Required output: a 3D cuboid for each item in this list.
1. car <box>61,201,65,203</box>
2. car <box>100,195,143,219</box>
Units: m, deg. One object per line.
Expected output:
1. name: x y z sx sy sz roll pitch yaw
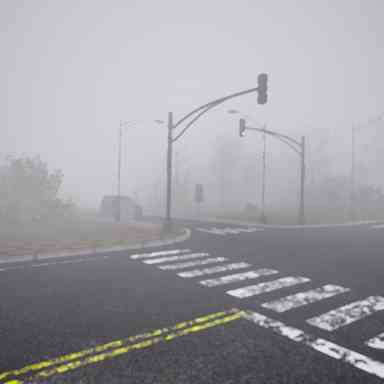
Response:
1. car: -20.085 1.802 49.748 1.994 1.385 4.181 2 -2 -33
2. car: -6.548 1.311 30.313 2.150 2.045 5.566 2 -1 -36
